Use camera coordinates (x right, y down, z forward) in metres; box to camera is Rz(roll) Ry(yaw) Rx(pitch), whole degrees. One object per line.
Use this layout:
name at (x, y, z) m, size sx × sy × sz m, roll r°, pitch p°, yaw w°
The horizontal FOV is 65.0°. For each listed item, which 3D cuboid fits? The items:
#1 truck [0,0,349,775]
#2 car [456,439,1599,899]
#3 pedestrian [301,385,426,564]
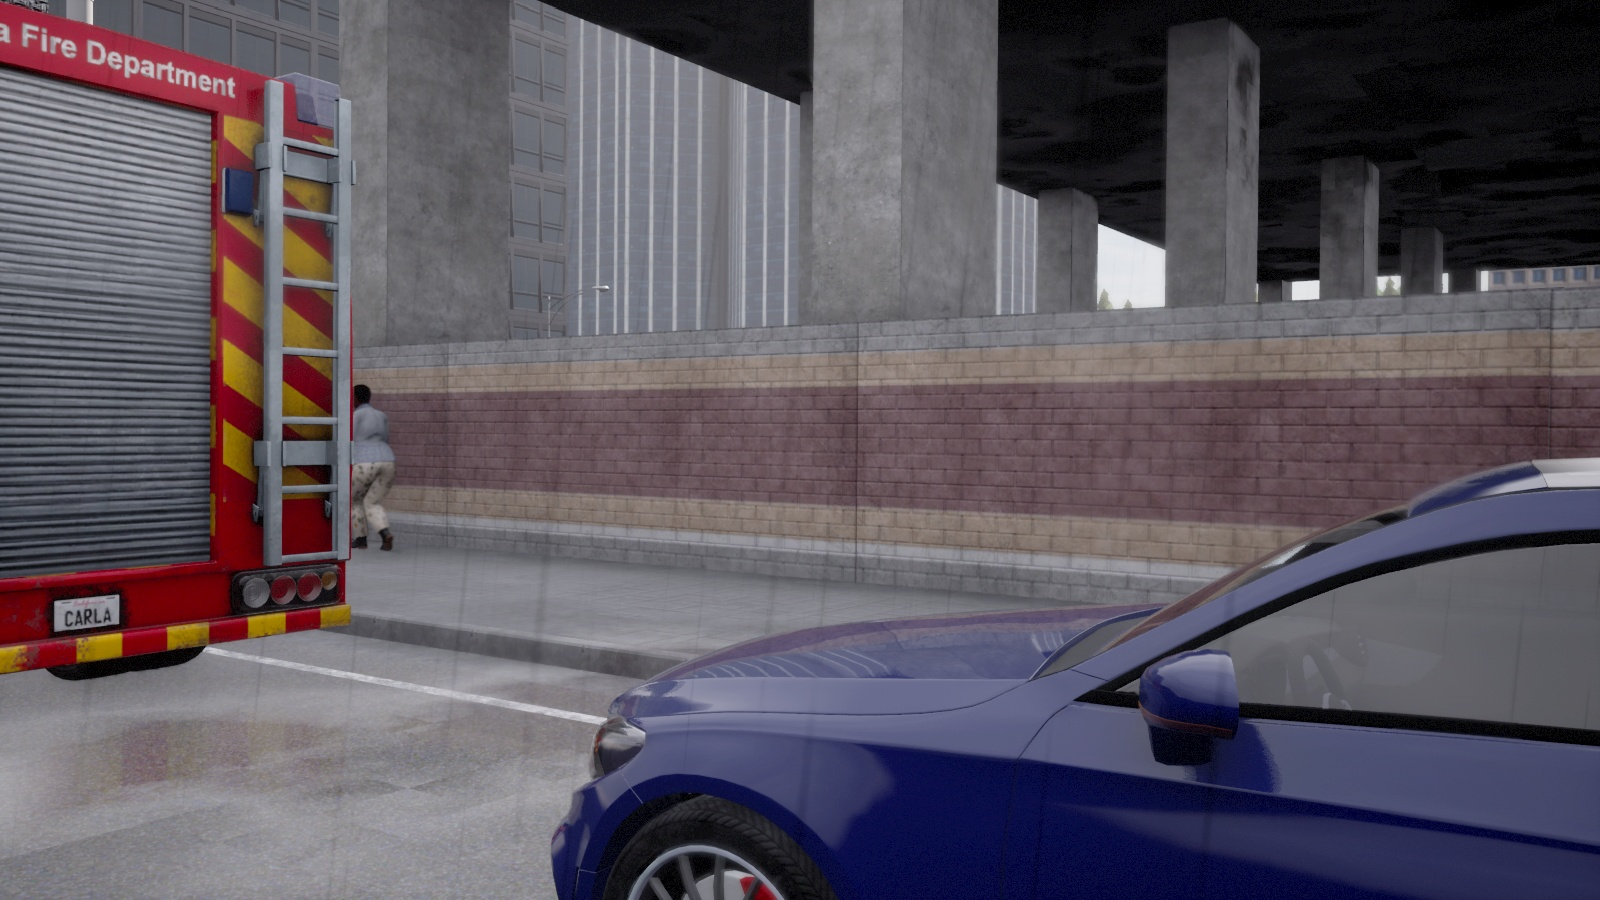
truck at (-6.880, -0.483, 8.172) m, size 8.468 × 3.827 × 2.891 m, roll 0°, pitch 1°, yaw 34°
car at (1.618, 0.708, 2.546) m, size 4.674 × 1.442 × 1.812 m, roll 0°, pitch 1°, yaw 33°
pedestrian at (-4.696, 0.247, 13.544) m, size 0.900 × 1.855 × 0.874 m, roll 0°, pitch 1°, yaw 27°
